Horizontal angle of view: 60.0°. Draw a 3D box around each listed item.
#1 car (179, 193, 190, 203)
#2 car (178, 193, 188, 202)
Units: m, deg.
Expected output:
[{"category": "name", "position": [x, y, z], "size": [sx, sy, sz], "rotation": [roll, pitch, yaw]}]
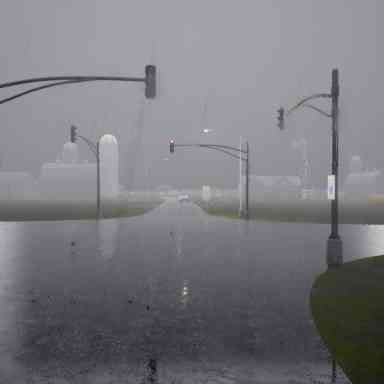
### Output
[{"category": "car", "position": [-1.524, 1.556, 69.974], "size": [1.812, 1.442, 4.674], "rotation": [0, 0, -3]}, {"category": "car", "position": [-2.110, 1.193, 80.009], "size": [2.150, 2.045, 5.566], "rotation": [0, 0, -4]}]
